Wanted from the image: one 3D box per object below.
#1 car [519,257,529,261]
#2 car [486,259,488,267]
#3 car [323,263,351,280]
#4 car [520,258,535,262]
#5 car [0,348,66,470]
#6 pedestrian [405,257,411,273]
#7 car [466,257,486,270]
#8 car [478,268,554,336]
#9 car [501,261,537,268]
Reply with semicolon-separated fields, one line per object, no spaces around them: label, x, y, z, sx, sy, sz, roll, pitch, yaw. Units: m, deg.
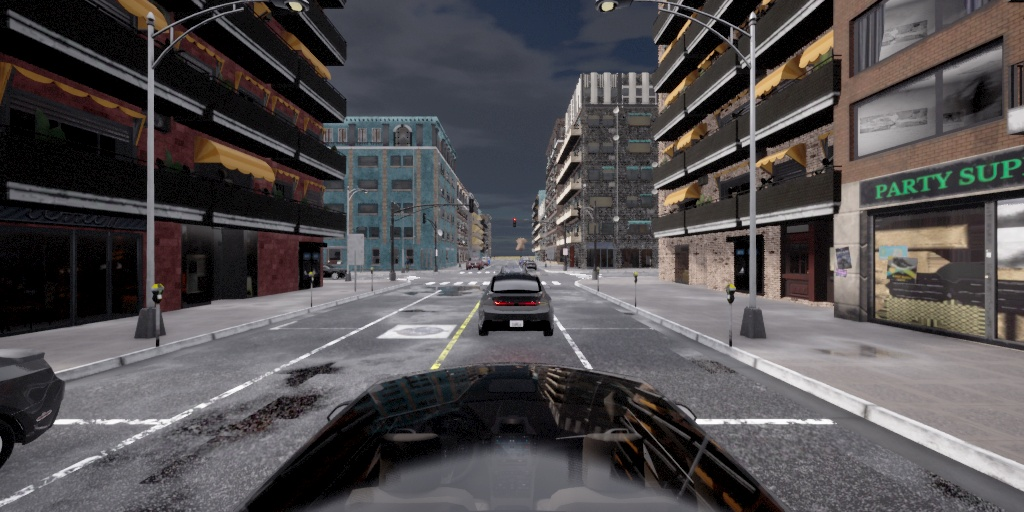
car;2.548;1.312;62.047;1.802;1.307;4.207;0;0;0
car;-5.331;1.278;56.493;1.888;1.381;4.507;0;0;0
car;-17.657;1.420;33.368;5.008;1.535;1.882;-1;0;0
car;2.551;1.303;50.943;1.948;1.339;4.313;0;0;0
car;-5.315;1.300;1.691;2.007;1.370;4.403;0;0;0
pedestrian;-12.162;1.029;41.689;0.375;1.860;0.375;0;1;0
car;-5.329;1.051;50.941;2.192;1.841;5.009;0;0;0
car;0.094;1.254;10.367;1.837;1.490;4.892;0;0;0
car;0.096;1.239;19.702;2.128;1.511;4.902;0;0;0
